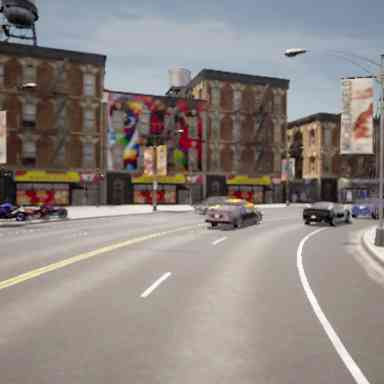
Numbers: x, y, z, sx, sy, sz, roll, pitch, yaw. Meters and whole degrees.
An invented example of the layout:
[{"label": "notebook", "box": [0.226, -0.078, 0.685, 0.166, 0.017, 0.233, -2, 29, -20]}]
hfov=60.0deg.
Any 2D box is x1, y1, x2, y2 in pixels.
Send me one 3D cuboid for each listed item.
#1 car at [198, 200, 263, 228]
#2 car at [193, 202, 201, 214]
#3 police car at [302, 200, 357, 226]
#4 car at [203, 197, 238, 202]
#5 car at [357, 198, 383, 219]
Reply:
[{"label": "car", "box": [2.816, 1.472, 21.547, 2.033, 1.411, 5.357, 0, 0, 33]}, {"label": "car", "box": [2.172, 1.228, 31.857, 4.553, 1.767, 2.097, 0, 0, -44]}, {"label": "police car", "box": [9.477, 1.385, 23.156, 1.930, 1.638, 5.238, 1, 0, 42]}, {"label": "car", "box": [3.386, 1.378, 28.138, 1.882, 1.535, 5.008, 0, 0, 42]}, {"label": "car", "box": [15.657, 1.327, 28.391, 4.553, 1.767, 2.097, 0, 0, -32]}]
